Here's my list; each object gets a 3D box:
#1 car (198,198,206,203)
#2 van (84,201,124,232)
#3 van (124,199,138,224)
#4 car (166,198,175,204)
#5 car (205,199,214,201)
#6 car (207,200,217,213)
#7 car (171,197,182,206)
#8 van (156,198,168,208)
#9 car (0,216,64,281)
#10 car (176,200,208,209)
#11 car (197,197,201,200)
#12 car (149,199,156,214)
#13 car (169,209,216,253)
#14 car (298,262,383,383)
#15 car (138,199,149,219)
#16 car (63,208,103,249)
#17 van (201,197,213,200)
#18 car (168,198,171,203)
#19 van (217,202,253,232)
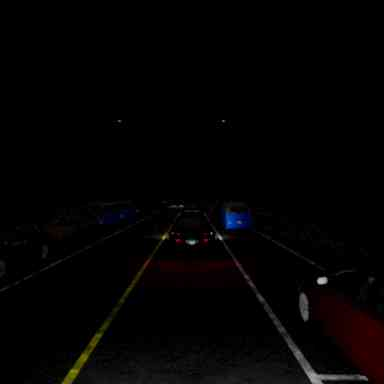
[{"bbox_3d":[2.778,2.485,94.552,1.947,1.339,4.313,0,-1,0],"label":"car"},{"bbox_3d":[-5.763,1.551,21.226,1.690,1.788,3.998,0,-1,0],"label":"van"},{"bbox_3d":[-5.761,1.607,26.866,1.690,1.788,3.998,0,-1,0],"label":"van"},{"bbox_3d":[-5.749,2.307,88.912,1.967,1.590,4.097,0,-1,0],"label":"car"},{"bbox_3d":[2.768,2.013,43.788,1.802,1.307,4.206,0,-1,0],"label":"car"},{"bbox_3d":[2.767,1.958,38.148,1.802,1.307,4.206,0,-1,0],"label":"car"},{"bbox_3d":[-2.986,2.049,71.030,2.097,1.767,4.553,0,-1,0],"label":"car"},{"bbox_3d":[-5.755,1.937,60.711,1.690,1.788,3.998,0,-1,0],"label":"van"},{"bbox_3d":[-5.764,1.650,9.943,2.008,1.369,4.403,0,-1,0],"label":"car"},{"bbox_3d":[0.009,1.782,29.288,2.128,1.511,4.902,0,0,0],"label":"car"},{"bbox_3d":[2.376,2.254,79.368,1.882,1.535,5.008,0,-1,0],"label":"car"},{"bbox_3d":[-5.759,1.691,38.148,2.192,1.841,5.009,0,-1,0],"label":"car"},{"bbox_3d":[0.007,1.668,14.367,1.812,1.442,4.674,0,0,0],"label":"car"},{"bbox_3d":[2.760,1.588,4.306,1.887,1.381,4.507,0,-1,0],"label":"car"},{"bbox_3d":[-5.760,1.761,32.506,1.967,1.590,4.097,0,-1,0],"label":"car"},{"bbox_3d":[-5.763,1.678,15.414,1.752,1.417,4.829,0,-1,0],"label":"car"},{"bbox_3d":[2.769,1.882,55.071,1.690,1.788,3.998,0,-1,0],"label":"van"},{"bbox_3d":[-5.753,2.195,66.349,1.887,1.381,4.507,0,-1,0],"label":"car"},{"bbox_3d":[2.763,1.551,21.229,1.690,1.788,3.998,0,-1,0],"label":"van"}]
